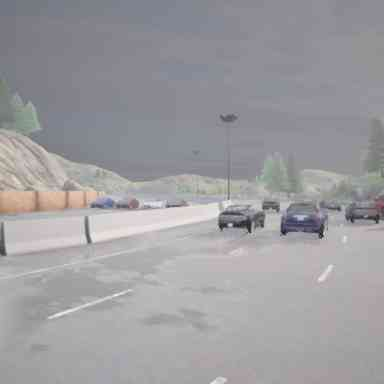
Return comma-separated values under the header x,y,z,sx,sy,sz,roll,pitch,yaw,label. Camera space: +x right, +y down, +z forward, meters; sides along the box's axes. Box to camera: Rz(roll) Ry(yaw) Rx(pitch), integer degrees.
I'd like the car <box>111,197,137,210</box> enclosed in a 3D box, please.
x,y,z,sx,sy,sz,roll,pitch,yaw,label
-8.173,1.472,42.680,1.882,1.535,5.008,0,0,9,car

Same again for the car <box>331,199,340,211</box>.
x,y,z,sx,sy,sz,roll,pitch,yaw,label
16.094,1.533,39.250,1.994,1.385,4.181,0,0,9,car

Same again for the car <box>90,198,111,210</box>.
x,y,z,sx,sy,sz,roll,pitch,yaw,label
-11.564,1.475,43.526,1.882,1.535,5.008,0,0,8,car

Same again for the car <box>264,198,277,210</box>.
x,y,z,sx,sy,sz,roll,pitch,yaw,label
8.669,1.478,36.900,1.837,1.490,4.892,0,-1,12,car

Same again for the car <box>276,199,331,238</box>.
x,y,z,sx,sy,sz,roll,pitch,yaw,label
6.205,1.339,18.137,2.097,1.767,4.553,0,0,25,car

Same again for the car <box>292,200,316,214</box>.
x,y,z,sx,sy,sz,roll,pitch,yaw,label
12.164,1.575,36.416,1.895,1.301,4.718,0,0,11,car

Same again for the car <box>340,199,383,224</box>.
x,y,z,sx,sy,sz,roll,pitch,yaw,label
12.680,1.470,24.978,2.128,1.511,4.902,0,0,19,car

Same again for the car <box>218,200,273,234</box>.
x,y,z,sx,sy,sz,roll,pitch,yaw,label
3.018,1.482,19.455,2.128,1.511,4.902,0,0,25,car

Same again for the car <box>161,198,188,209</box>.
x,y,z,sx,sy,sz,roll,pitch,yaw,label
-1.764,1.466,38.978,1.882,1.535,5.008,0,0,10,car

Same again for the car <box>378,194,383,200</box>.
x,y,z,sx,sy,sz,roll,pitch,yaw,label
17.772,1.190,29.627,2.150,2.045,5.566,0,0,15,car

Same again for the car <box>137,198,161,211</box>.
x,y,z,sx,sy,sz,roll,pitch,yaw,label
-4.891,1.517,41.224,1.812,1.442,4.674,0,0,10,car
